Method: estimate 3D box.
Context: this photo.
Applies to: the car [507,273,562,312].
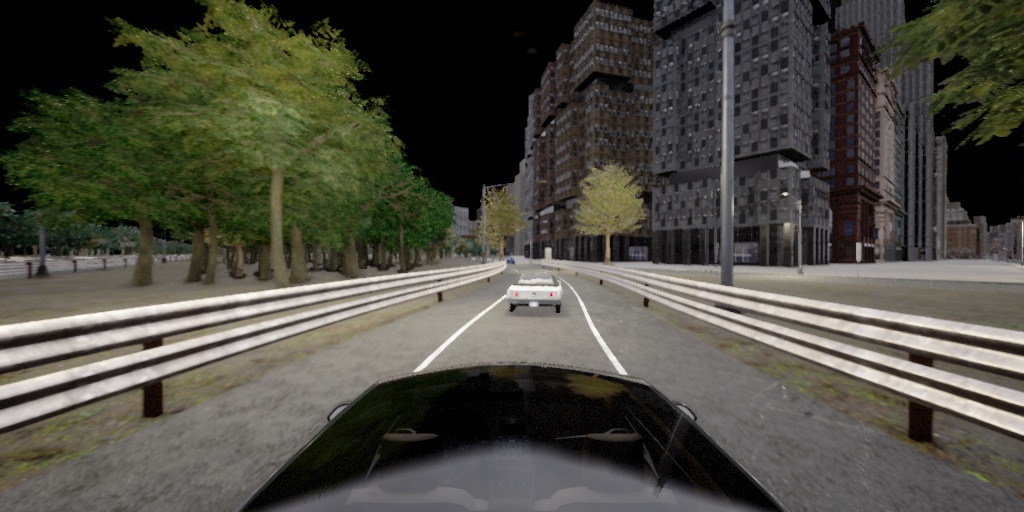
[{"bbox_3d":[1.004,1.314,14.172,1.895,1.301,4.718,0,0,7],"label":"car"}]
